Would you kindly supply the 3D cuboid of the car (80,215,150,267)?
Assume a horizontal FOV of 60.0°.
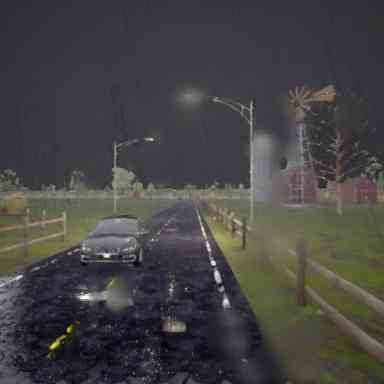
[{"bbox_3d":[-2.606,1.655,12.098,1.837,1.490,4.892,0,-1,-3],"label":"car"}]
